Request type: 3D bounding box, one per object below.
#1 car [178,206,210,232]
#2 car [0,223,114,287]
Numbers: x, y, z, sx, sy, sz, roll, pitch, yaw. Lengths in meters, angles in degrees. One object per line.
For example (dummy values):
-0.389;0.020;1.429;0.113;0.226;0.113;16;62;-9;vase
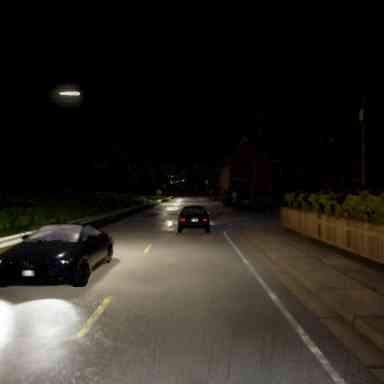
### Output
0.100;1.554;20.219;2.033;1.411;5.357;0;0;0;car
-3.524;1.568;9.164;1.994;1.385;4.181;0;0;0;car
